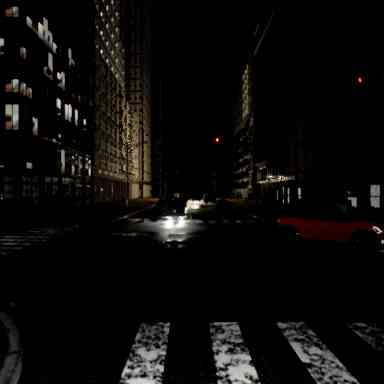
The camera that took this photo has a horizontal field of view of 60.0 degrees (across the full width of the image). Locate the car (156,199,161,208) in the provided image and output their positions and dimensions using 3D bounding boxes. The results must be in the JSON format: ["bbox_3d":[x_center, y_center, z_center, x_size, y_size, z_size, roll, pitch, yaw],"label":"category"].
[{"bbox_3d":[-4.173,1.587,47.214,1.802,1.307,4.206,0,0,0],"label":"car"}]

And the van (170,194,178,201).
[{"bbox_3d":[-4.417,1.311,80.379,1.690,1.788,3.998,0,0,0],"label":"van"}]

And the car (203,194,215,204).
[{"bbox_3d":[3.585,1.305,63.854,2.192,1.841,5.009,0,0,0],"label":"car"}]

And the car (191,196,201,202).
[{"bbox_3d":[0.964,1.503,73.185,1.812,1.442,4.674,0,0,0],"label":"car"}]

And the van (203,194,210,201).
[{"bbox_3d":[3.463,1.311,80.437,1.690,1.788,3.998,0,0,0],"label":"van"}]

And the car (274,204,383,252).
[{"bbox_3d":[6.086,1.480,14.774,4.553,1.767,2.097,1,0,29],"label":"car"}]

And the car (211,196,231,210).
[{"bbox_3d":[3.797,1.574,41.746,1.947,1.339,4.313,0,0,0],"label":"car"}]

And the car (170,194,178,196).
[{"bbox_3d":[-4.295,1.556,63.796,1.947,1.339,4.313,0,0,0],"label":"car"}]

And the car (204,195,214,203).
[{"bbox_3d":[3.544,1.424,69.382,1.967,1.590,4.097,0,0,0],"label":"car"}]

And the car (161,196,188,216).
[{"bbox_3d":[-1.602,1.504,32.914,2.128,1.511,4.902,0,0,0],"label":"car"}]

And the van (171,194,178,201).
[{"bbox_3d":[-4.458,1.305,85.906,1.690,1.788,3.998,0,0,0],"label":"van"}]
